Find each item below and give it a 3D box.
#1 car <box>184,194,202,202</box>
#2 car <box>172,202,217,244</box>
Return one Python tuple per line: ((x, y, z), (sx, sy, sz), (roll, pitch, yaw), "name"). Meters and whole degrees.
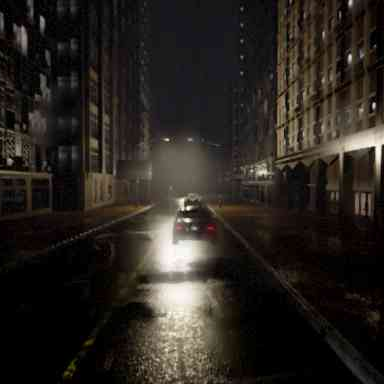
((0.094, 0.985, 40.393), (2.097, 1.767, 4.553), (0, 1, 0), "car")
((0.095, 1.405, 14.998), (2.033, 1.411, 5.357), (0, 1, 0), "car")
